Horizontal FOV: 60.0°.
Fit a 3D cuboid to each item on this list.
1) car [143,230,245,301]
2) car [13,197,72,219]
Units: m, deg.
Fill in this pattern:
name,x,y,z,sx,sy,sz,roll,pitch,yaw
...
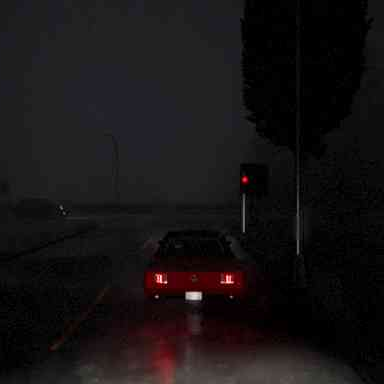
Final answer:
name,x,y,z,sx,sy,sz,roll,pitch,yaw
car,0.064,1.601,8.276,1.895,1.301,4.718,0,0,1
car,-12.839,1.352,28.841,4.553,1.767,2.097,0,0,0
